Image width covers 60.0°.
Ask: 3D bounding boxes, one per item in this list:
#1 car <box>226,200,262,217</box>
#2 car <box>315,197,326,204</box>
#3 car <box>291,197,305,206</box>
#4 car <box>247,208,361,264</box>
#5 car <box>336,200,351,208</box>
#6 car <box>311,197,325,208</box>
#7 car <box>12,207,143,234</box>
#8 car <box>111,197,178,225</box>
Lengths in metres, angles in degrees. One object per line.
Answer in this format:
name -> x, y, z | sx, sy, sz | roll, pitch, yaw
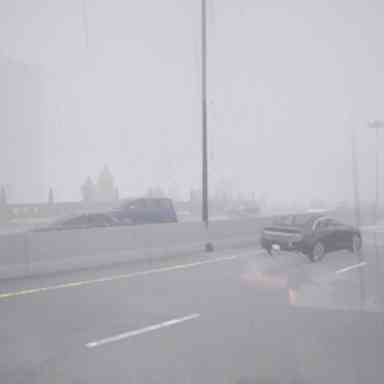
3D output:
car -> 5.376, 1.573, 34.027 | 2.097, 1.767, 4.553 | 0, -1, 37
car -> 32.402, 2.075, 84.000 | 1.882, 1.535, 5.008 | 0, -1, 14
car -> 21.573, 2.062, 69.052 | 2.033, 1.411, 5.357 | 0, -1, 14
car -> 4.508, 1.557, 12.258 | 4.902, 1.511, 2.128 | 0, 0, -41
car -> 20.944, 1.848, 45.963 | 2.033, 1.411, 5.357 | 0, -1, 26
car -> 19.603, 1.847, 51.557 | 2.128, 1.511, 4.902 | 0, -1, 23
car -> -4.755, 1.575, 13.795 | 4.892, 1.490, 1.837 | 0, 0, -39
car -> -3.363, 1.328, 19.461 | 5.566, 2.045, 2.150 | 0, 0, -42
